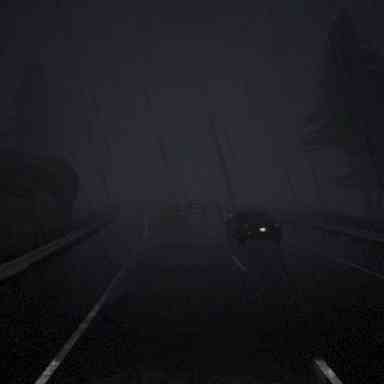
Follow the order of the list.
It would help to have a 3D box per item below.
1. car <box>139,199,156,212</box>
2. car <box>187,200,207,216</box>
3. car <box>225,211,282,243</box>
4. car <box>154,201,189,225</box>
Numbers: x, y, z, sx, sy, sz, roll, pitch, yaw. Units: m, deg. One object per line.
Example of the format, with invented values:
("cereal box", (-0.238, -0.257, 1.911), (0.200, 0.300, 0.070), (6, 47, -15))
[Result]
("car", (-5.376, 1.591, 41.062), (1.837, 1.490, 4.892), (0, 0, -17))
("car", (0.186, 1.558, 33.682), (2.128, 1.511, 4.902), (0, 0, -12))
("car", (2.869, 1.593, 16.317), (1.994, 1.385, 4.181), (0, 0, -5))
("car", (-1.581, 1.575, 24.261), (1.812, 1.442, 4.674), (0, 0, -8))
